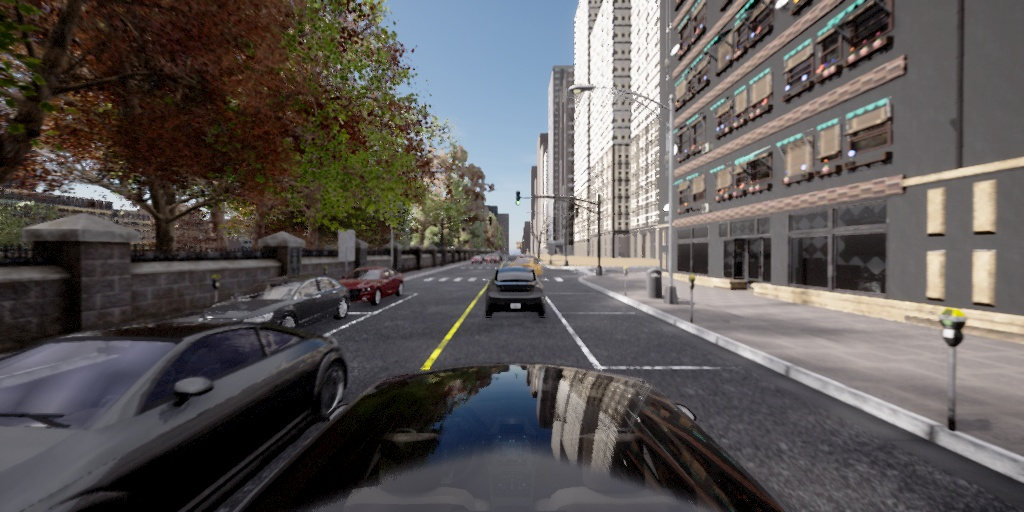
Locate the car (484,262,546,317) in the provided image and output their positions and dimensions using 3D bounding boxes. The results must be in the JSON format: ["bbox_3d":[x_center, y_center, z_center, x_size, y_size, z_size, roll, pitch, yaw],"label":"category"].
[{"bbox_3d":[0.101,1.115,12.439,1.837,1.490,4.892,0,1,0],"label":"car"}]

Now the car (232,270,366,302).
[{"bbox_3d":[-5.769,1.201,9.278,2.007,1.370,4.403,0,0,0],"label":"car"}]

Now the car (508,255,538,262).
[{"bbox_3d":[1.136,0.900,27.041,1.882,1.535,5.008,0,1,15],"label":"car"}]

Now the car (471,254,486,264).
[{"bbox_3d":[-5.691,0.617,58.364,1.802,1.307,4.207,0,0,0],"label":"car"}]

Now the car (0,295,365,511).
[{"bbox_3d":[-3.097,1.298,2.917,1.994,1.385,4.181,0,1,0],"label":"car"}]

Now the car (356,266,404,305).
[{"bbox_3d":[-5.821,1.124,14.817,1.888,1.381,4.507,0,0,0],"label":"car"}]

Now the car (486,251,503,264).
[{"bbox_3d":[-3.052,0.377,59.233,2.097,1.767,4.553,0,1,0],"label":"car"}]
